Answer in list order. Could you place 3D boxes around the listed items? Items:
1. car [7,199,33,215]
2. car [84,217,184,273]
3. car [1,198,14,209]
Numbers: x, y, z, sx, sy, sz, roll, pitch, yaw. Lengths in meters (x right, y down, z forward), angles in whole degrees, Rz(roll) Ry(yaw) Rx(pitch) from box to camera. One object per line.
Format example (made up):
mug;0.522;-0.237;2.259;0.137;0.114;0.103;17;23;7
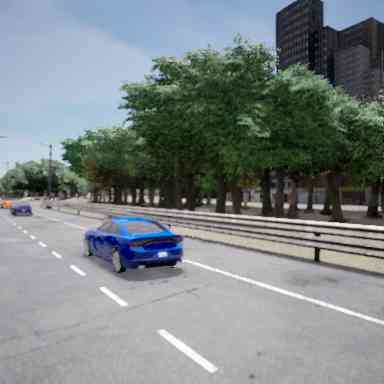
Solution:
car;-18.840;1.773;36.657;1.812;1.442;4.674;1;-1;-33
car;-2.158;1.590;11.209;1.882;1.535;5.008;1;-1;-33
car;-29.137;1.686;52.956;2.097;1.767;4.553;1;-1;-29
